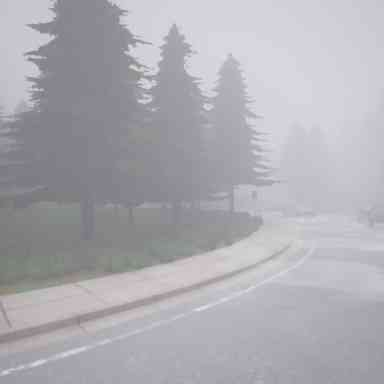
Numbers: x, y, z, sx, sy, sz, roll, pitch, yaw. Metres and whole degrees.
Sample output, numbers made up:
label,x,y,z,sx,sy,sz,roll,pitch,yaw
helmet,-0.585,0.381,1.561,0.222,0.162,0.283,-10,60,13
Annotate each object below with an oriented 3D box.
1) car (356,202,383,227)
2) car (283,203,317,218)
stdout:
label,x,y,z,sx,sy,sz,roll,pitch,yaw
car,13.813,1.562,24.858,2.097,1.767,4.553,0,-1,13
car,10.888,1.848,33.940,1.812,1.442,4.674,0,-1,-9
